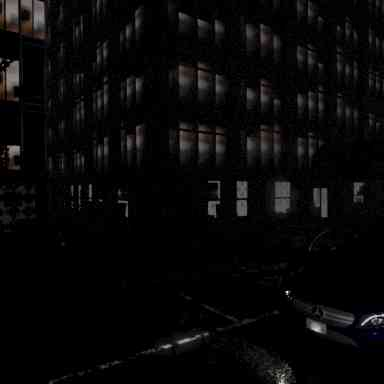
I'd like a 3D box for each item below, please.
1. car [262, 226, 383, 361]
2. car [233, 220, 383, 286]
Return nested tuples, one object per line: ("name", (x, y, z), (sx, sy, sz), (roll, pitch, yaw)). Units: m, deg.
("car", (3.550, 1.526, 5.783), (4.674, 1.442, 1.812), (0, 0, -35))
("car", (3.010, 1.551, 8.712), (4.403, 1.369, 2.008), (0, -1, -35))
